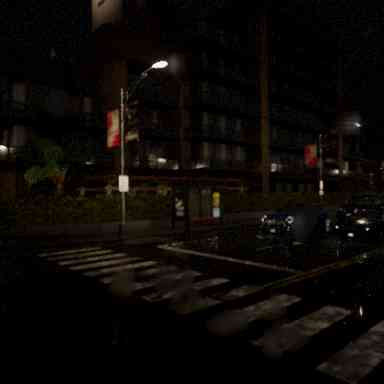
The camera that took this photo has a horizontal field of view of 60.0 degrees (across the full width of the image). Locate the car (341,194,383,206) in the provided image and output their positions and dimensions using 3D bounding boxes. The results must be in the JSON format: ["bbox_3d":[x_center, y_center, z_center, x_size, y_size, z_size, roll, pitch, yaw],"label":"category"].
[{"bbox_3d":[13.020,1.221,24.939,5.566,2.045,2.150,0,0,-41],"label":"car"}]

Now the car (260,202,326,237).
[{"bbox_3d":[5.820,1.399,18.604,4.553,1.767,2.097,0,0,-41],"label":"car"}]

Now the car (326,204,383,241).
[{"bbox_3d":[9.212,1.544,16.922,5.357,1.411,2.033,0,0,-41],"label":"car"}]
